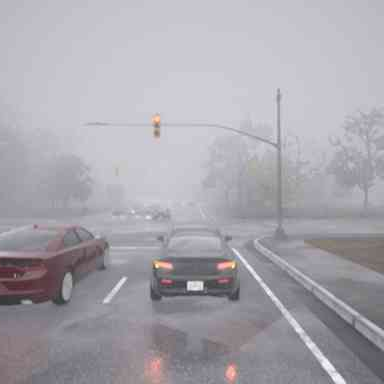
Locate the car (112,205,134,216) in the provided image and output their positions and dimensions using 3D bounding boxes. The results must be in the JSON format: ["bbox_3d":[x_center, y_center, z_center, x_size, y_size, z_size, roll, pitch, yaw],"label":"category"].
[{"bbox_3d":[-10.682,2.812,50.340,2.033,1.411,5.357,0,-1,0],"label":"car"}]

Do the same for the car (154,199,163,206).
[{"bbox_3d":[-7.154,2.803,65.737,1.882,1.535,5.008,0,1,0],"label":"car"}]

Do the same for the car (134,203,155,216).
[{"bbox_3d":[-7.180,2.791,50.414,1.812,1.442,4.674,0,-1,0],"label":"car"}]

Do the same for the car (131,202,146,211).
[{"bbox_3d":[-10.642,2.867,66.505,2.033,1.411,5.357,0,1,0],"label":"car"}]

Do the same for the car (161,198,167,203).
[{"bbox_3d":[-7.163,2.219,81.091,1.882,1.535,5.008,0,1,0],"label":"car"}]

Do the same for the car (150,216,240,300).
[{"bbox_3d":[0.064,1.543,8.285,1.812,1.442,4.674,0,-1,0],"label":"car"}]

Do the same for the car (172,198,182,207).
[{"bbox_3d":[-3.651,2.700,76.917,1.812,1.442,4.674,0,1,0],"label":"car"}]

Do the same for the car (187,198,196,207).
[{"bbox_3d":[-0.152,2.723,77.307,1.994,1.385,4.181,0,1,0],"label":"car"}]

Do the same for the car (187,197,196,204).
[{"bbox_3d":[-0.264,2.240,87.038,2.097,1.767,4.553,0,1,-4],"label":"car"}]

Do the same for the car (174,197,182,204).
[{"bbox_3d":[-3.762,2.237,86.946,2.097,1.767,4.553,0,1,-4],"label":"car"}]

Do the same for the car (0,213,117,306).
[{"bbox_3d":[-3.433,1.494,8.139,1.882,1.535,5.008,0,-1,0],"label":"car"}]

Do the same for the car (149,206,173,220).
[{"bbox_3d":[-3.476,2.574,39.117,1.895,1.301,4.718,0,-2,0],"label":"car"}]
